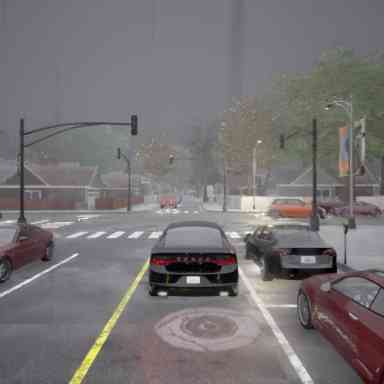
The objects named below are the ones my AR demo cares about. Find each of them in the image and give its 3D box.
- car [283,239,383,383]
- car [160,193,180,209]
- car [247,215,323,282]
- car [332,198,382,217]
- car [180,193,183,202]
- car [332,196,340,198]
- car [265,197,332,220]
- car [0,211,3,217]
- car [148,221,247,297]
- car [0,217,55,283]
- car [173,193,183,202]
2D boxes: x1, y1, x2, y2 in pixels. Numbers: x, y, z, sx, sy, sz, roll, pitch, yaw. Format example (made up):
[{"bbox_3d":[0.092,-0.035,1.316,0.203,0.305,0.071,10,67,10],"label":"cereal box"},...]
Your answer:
[{"bbox_3d":[2.635,1.582,4.073,1.802,1.307,4.206,0,0,0],"label":"car"},{"bbox_3d":[-3.199,1.239,46.133,2.150,2.045,5.566,0,0,0],"label":"car"},{"bbox_3d":[2.625,1.565,9.592,1.947,1.339,4.313,0,0,0],"label":"car"},{"bbox_3d":[14.330,1.468,29.333,4.181,1.385,1.994,0,0,0],"label":"car"},{"bbox_3d":[-3.228,1.386,60.949,2.097,1.767,4.553,0,0,0],"label":"car"},{"bbox_3d":[12.538,1.265,32.582,4.553,1.767,2.097,0,0,0],"label":"car"},{"bbox_3d":[8.105,1.293,26.082,4.553,1.767,2.097,0,0,10],"label":"car"},{"bbox_3d":[-17.074,1.657,25.842,4.181,1.385,1.994,0,0,0],"label":"car"},{"bbox_3d":[0.048,1.477,8.638,1.882,1.535,5.008,0,0,1],"label":"car"},{"bbox_3d":[-5.400,1.581,9.576,1.802,1.307,4.206,0,0,0],"label":"car"},{"bbox_3d":[-3.228,1.276,76.205,2.150,2.045,5.566,0,0,0],"label":"car"}]
